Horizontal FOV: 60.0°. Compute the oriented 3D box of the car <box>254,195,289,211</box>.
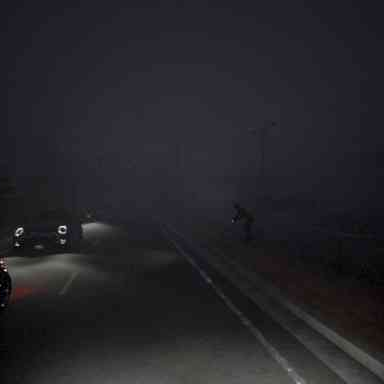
[{"bbox_3d":[8.092,1.129,35.311,2.007,1.523,4.514,-2,0,-10],"label":"car"}]

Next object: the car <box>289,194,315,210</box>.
[{"bbox_3d":[11.171,1.037,35.903,2.152,1.636,5.027,-2,0,-10],"label":"car"}]

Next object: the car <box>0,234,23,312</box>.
[{"bbox_3d":[-4.402,1.682,5.063,1.994,1.385,4.181,-2,0,-10],"label":"car"}]

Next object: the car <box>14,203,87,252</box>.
[{"bbox_3d":[-6.215,1.521,14.826,2.097,1.767,4.553,-2,0,-10],"label":"car"}]

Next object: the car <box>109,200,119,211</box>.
[{"bbox_3d":[-11.789,1.847,45.770,1.812,1.442,4.674,-1,-1,-43],"label":"car"}]

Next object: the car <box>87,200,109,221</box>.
[{"bbox_3d":[-8.919,1.734,29.725,2.128,1.511,4.902,-2,0,-10],"label":"car"}]

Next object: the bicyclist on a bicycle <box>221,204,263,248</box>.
[{"bbox_3d":[1.841,1.253,12.368,1.656,1.620,0.582,-2,0,-10],"label":"bicyclist on a bicycle"}]
